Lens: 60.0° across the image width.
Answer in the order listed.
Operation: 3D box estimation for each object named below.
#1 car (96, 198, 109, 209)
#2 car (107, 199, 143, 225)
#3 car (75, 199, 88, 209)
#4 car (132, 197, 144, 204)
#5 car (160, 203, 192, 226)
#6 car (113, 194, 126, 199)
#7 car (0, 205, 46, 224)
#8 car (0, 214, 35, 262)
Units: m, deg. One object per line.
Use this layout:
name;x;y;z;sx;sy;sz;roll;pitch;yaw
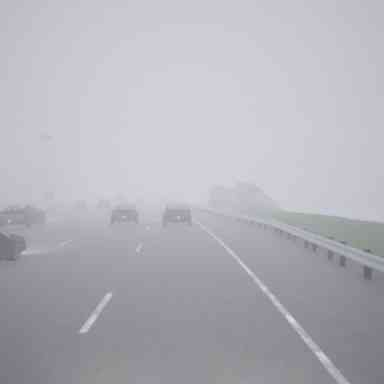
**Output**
car;-12.813;1.656;48.136;1.837;1.490;4.892;1;0;-15
car;-4.905;1.534;24.809;1.882;1.535;5.008;0;0;-7
car;-16.208;1.740;48.810;2.033;1.411;5.357;-1;0;-17
car;-10.491;1.611;64.191;2.128;1.511;4.902;-1;0;-19
car;-1.189;1.488;23.682;1.882;1.535;5.008;0;0;-7
car;-13.858;1.384;63.609;2.150;2.045;5.566;0;0;-19
car;-11.648;1.632;23.112;2.128;1.511;4.902;0;0;-8
car;-6.613;1.628;9.401;2.033;1.411;5.357;-1;0;-5
